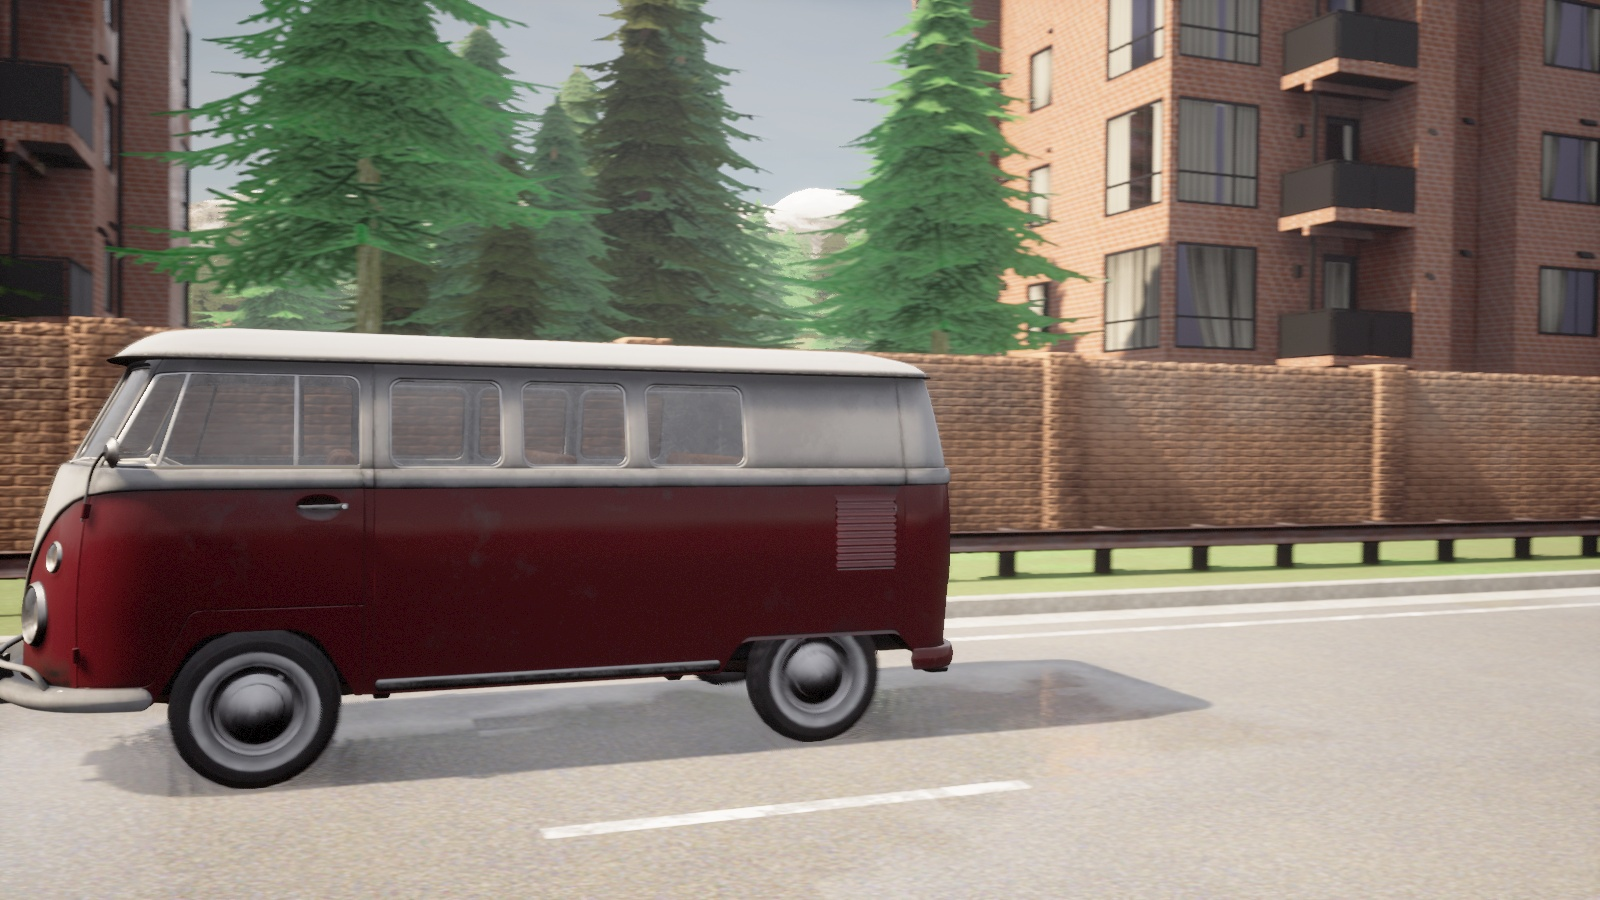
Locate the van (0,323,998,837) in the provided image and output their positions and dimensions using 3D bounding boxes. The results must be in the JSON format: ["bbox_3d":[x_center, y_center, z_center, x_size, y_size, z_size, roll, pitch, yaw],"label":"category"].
[{"bbox_3d":[-1.387,0.461,6.453,4.442,1.987,1.775,-1,1,-21],"label":"van"}]
